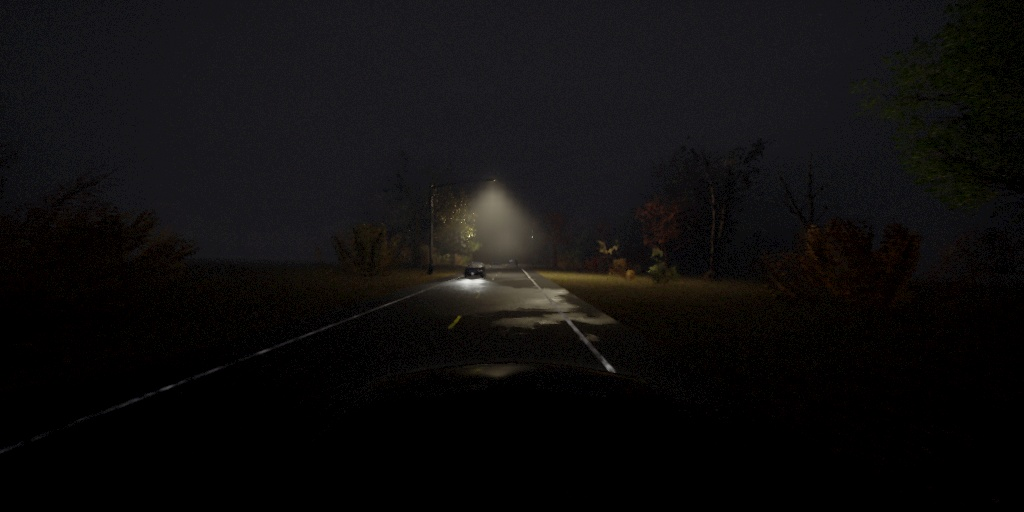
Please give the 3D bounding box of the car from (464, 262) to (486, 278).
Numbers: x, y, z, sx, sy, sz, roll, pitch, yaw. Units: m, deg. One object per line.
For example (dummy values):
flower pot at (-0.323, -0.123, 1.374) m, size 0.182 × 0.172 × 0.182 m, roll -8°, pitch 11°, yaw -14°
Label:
car at (-3.579, 1.364, 35.248) m, size 2.128 × 1.511 × 4.902 m, roll 0°, pitch 0°, yaw 0°
